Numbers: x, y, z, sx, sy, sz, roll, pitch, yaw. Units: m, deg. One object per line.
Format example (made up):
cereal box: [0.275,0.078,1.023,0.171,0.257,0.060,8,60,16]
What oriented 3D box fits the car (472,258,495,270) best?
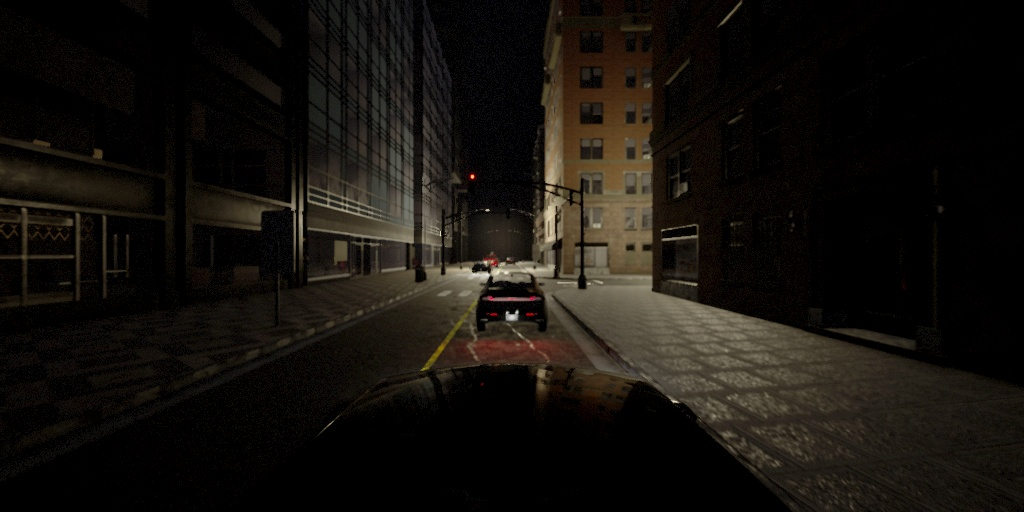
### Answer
car: [-3.265,1.210,39.340,1.994,1.385,4.181,0,0,0]

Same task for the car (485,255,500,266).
car: [-3.302,0.821,56.084,2.150,2.045,5.566,0,0,0]

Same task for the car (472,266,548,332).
car: [0.002,1.220,10.809,2.128,1.511,4.902,0,0,0]
